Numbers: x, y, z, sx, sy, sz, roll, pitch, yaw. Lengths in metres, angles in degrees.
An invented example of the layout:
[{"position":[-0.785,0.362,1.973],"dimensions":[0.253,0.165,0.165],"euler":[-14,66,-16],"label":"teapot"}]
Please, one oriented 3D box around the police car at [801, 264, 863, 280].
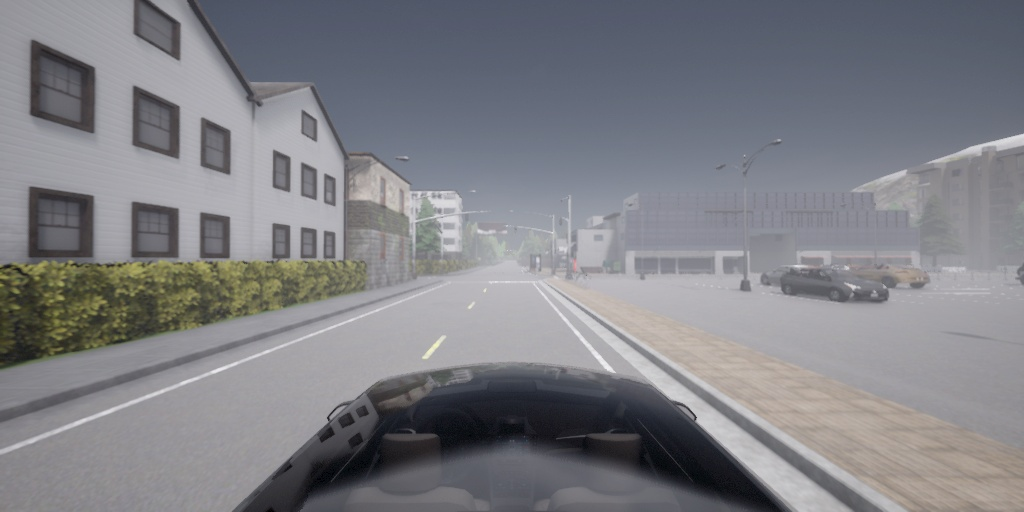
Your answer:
[{"position":[37.910,1.744,42.605],"dimensions":[4.974,1.542,2.038],"euler":[0,-1,0],"label":"police car"}]
